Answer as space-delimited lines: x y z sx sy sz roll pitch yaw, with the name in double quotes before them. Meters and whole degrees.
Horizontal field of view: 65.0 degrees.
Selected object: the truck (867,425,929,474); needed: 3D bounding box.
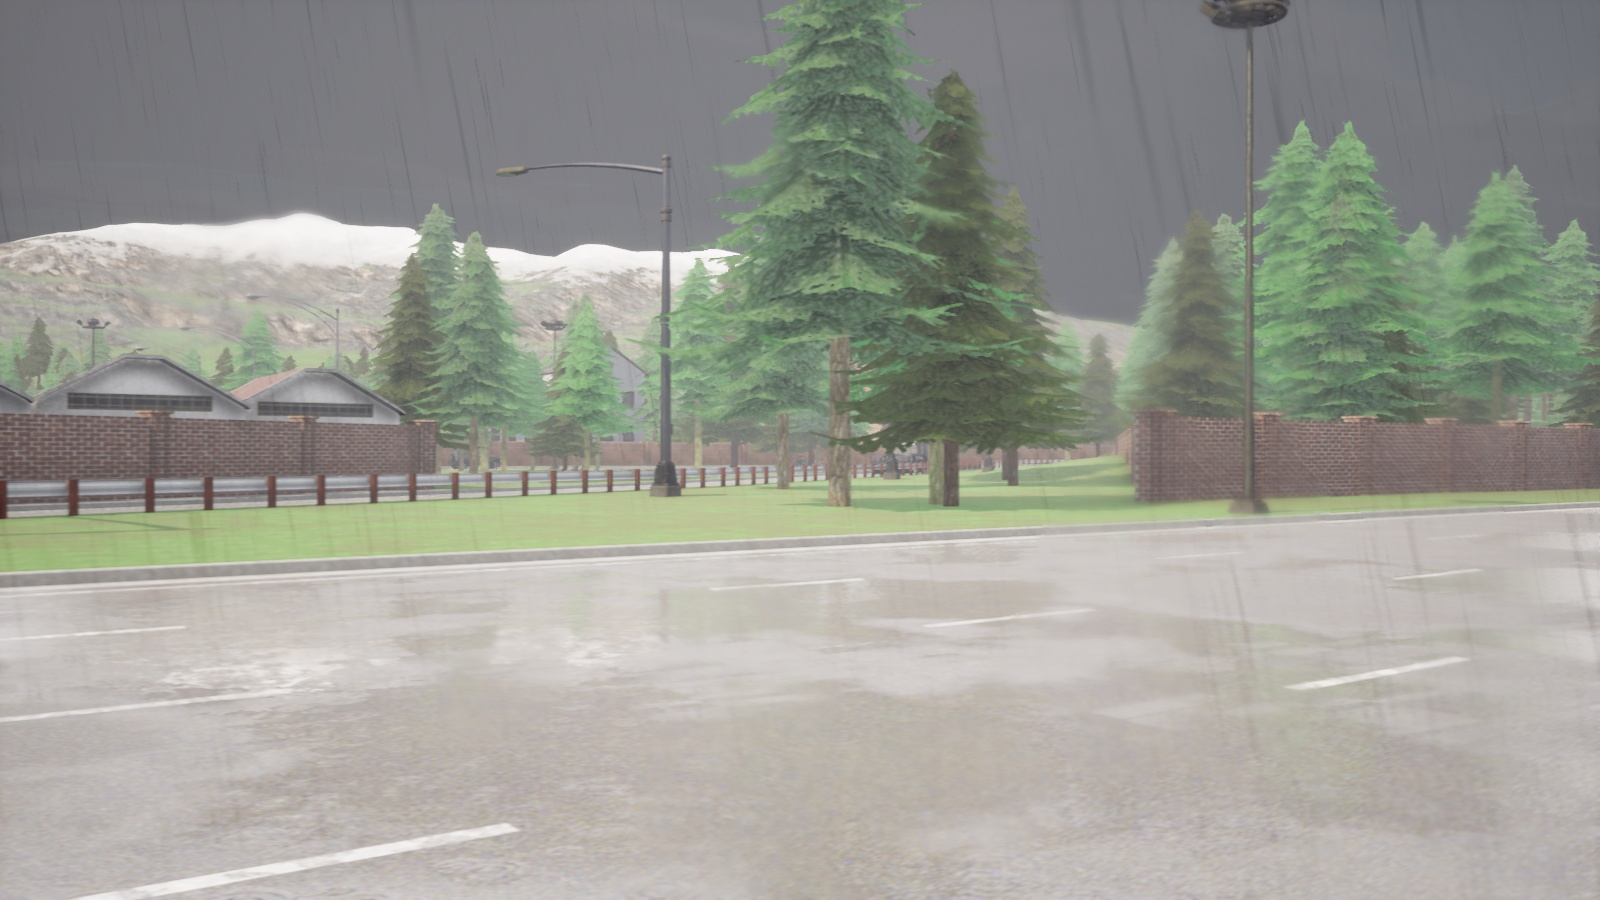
"truck" 7.319 -0.026 92.377 2.891 3.462 7.936 0 0 17
